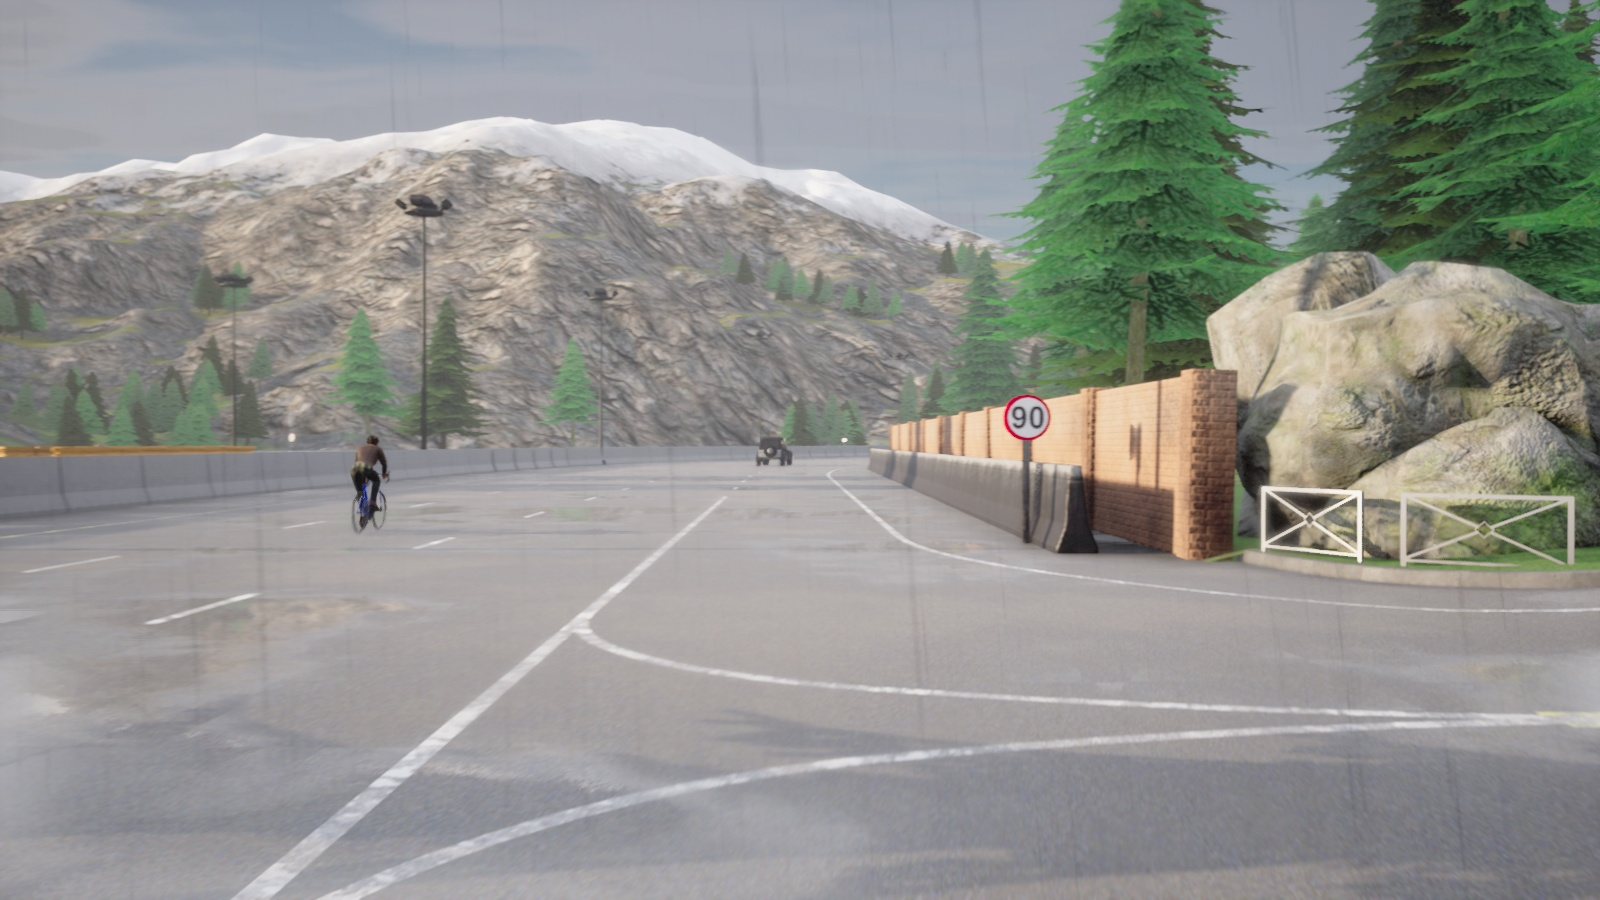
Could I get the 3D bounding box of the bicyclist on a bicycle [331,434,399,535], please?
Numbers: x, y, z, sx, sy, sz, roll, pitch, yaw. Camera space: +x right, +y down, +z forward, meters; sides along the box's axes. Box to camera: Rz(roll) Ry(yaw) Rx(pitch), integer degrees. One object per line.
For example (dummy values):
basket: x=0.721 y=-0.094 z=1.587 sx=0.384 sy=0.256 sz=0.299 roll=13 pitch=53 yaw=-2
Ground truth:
bicyclist on a bicycle: x=-7.250 y=0.558 z=21.006 sx=0.582 sy=1.620 sz=1.656 roll=0 pitch=0 yaw=-1

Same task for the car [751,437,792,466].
car: x=-1.833 y=0.074 z=81.482 sx=1.905 sy=1.878 sz=3.866 roll=0 pitch=0 yaw=10
